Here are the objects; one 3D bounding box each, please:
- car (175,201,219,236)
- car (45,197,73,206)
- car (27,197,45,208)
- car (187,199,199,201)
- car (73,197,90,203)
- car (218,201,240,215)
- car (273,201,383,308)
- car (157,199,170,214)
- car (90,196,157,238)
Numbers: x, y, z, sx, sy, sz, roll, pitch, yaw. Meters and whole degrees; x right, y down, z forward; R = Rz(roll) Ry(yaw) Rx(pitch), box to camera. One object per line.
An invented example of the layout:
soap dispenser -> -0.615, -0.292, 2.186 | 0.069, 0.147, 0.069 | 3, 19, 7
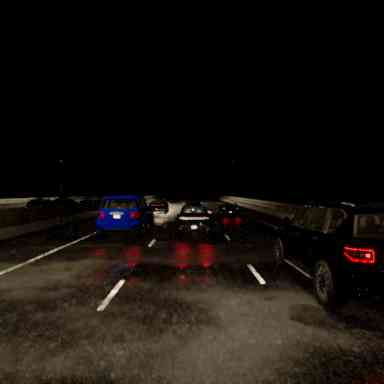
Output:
car -> 0.102, 1.478, 18.487 | 2.128, 1.511, 4.902 | 0, 0, 0
car -> -17.574, 1.439, 45.111 | 1.882, 1.535, 5.008 | 0, 0, 0
car -> -21.069, 1.454, 46.121 | 2.128, 1.511, 4.902 | 0, 0, 0
car -> 0.104, 1.477, 34.714 | 1.837, 1.490, 4.892 | 0, 0, 0
car -> -14.074, 1.454, 45.684 | 2.128, 1.511, 4.902 | 0, 0, 0
car -> 3.604, 1.575, 33.294 | 1.895, 1.301, 4.718 | 0, 0, 0
car -> 3.601, 1.216, 8.027 | 2.150, 2.045, 5.566 | 0, 0, 0
car -> -3.396, 1.464, 34.620 | 2.128, 1.511, 4.902 | 0, 0, 0
car -> -3.397, 1.209, 17.717 | 2.150, 2.045, 5.566 | 0, 0, 0
